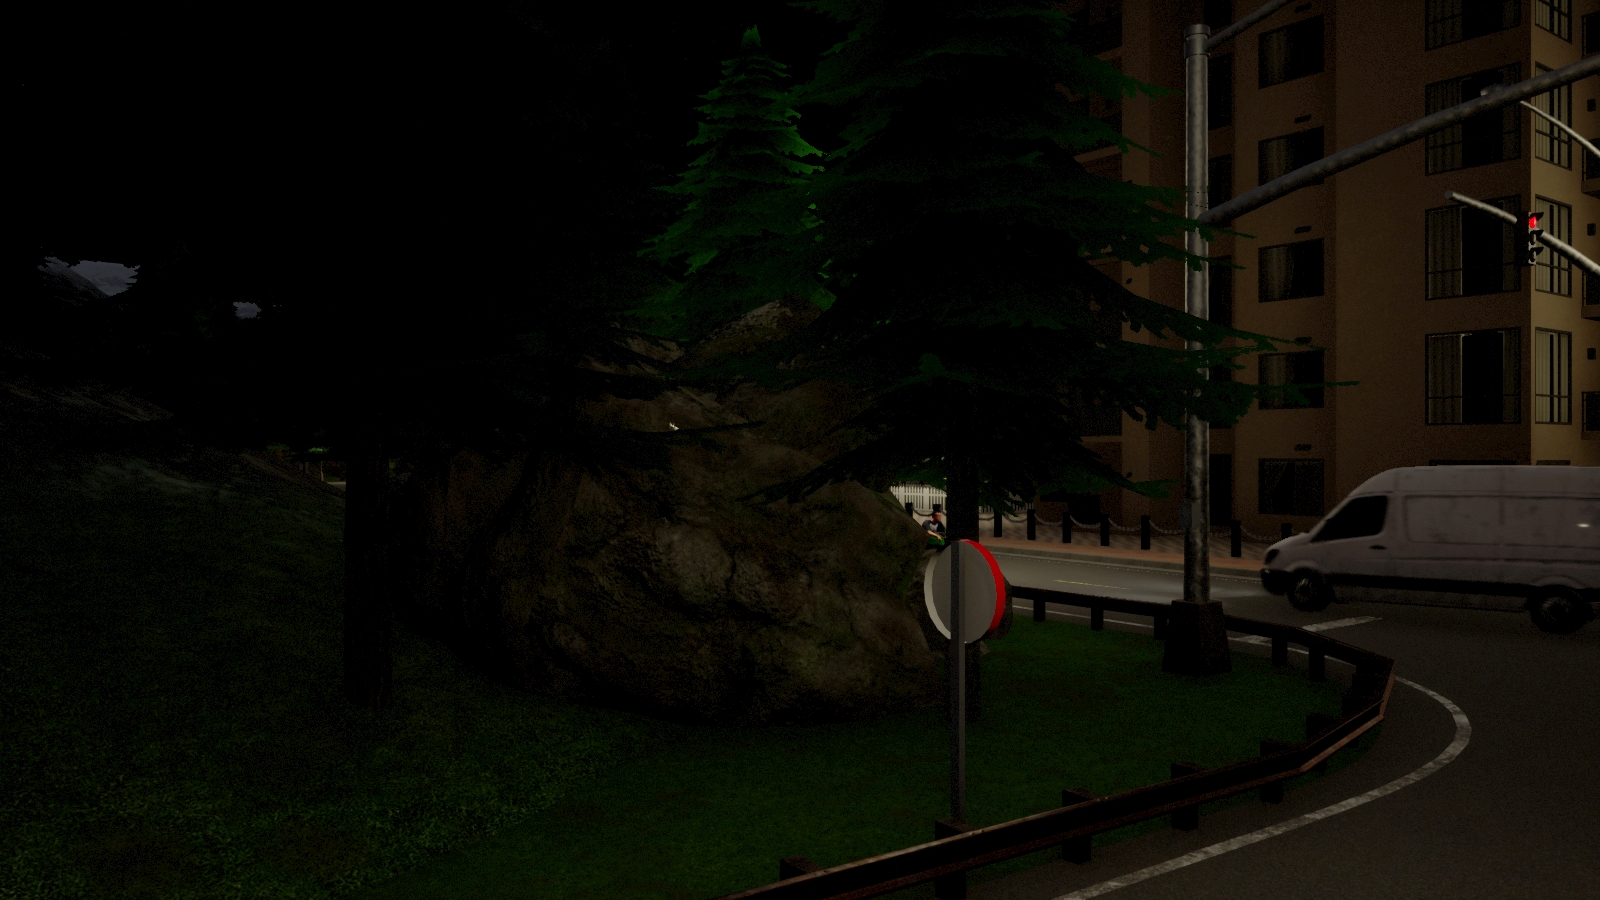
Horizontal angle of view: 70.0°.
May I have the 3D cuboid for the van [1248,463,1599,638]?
[{"bbox_3d":[10.916,1.526,19.263,5.915,2.561,1.988,0,0,42],"label":"van"}]
